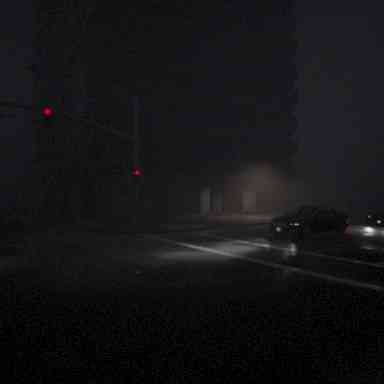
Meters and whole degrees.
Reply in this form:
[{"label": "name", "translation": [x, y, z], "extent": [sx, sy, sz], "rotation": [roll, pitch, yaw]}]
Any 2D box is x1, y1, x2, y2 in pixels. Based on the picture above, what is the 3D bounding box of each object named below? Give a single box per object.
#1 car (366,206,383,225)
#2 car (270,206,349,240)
[{"label": "car", "translation": [13.955, 1.489, 22.497], "extent": [5.357, 1.411, 2.033], "rotation": [0, 0, -35]}, {"label": "car", "translation": [6.014, 1.457, 16.852], "extent": [4.902, 1.511, 2.128], "rotation": [0, 0, -35]}]
